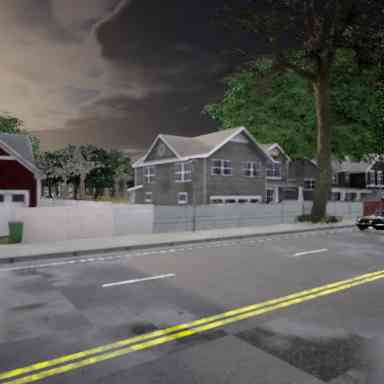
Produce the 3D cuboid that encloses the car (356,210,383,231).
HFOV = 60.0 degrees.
[{"bbox_3d":[11.976,1.734,20.215,4.718,1.301,1.895,0,0,-35],"label":"car"}]
